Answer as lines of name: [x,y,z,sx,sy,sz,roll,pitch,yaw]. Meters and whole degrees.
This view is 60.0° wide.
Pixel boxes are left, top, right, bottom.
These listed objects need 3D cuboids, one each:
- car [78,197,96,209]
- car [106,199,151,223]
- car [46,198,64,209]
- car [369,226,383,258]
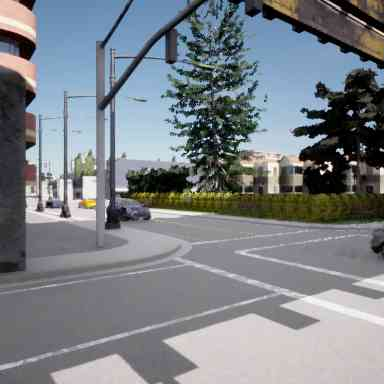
car: [-14.059,1.478,45.331,1.882,1.535,5.008,0,0,-34]
car: [-4.978,1.351,25.993,2.097,1.767,4.553,0,0,-35]
car: [-18.652,1.548,45.546,2.033,1.411,5.357,0,0,-35]
car: [8.116,1.564,10.789,4.181,1.385,1.994,0,0,30]
